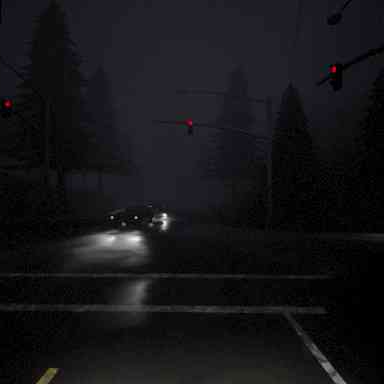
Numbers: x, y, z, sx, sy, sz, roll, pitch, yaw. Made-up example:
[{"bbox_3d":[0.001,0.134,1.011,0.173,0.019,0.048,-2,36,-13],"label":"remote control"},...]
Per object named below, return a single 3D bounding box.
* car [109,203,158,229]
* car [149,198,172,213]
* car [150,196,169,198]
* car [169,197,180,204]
[{"bbox_3d":[-3.797,1.597,21.751,1.895,1.301,4.718,0,0,5],"label":"car"},{"bbox_3d":[-3.652,1.600,37.063,1.895,1.301,4.718,0,0,0],"label":"car"},{"bbox_3d":[-6.404,1.525,58.604,1.812,1.442,4.674,0,0,-33],"label":"car"},{"bbox_3d":[-4.071,1.564,61.705,1.994,1.385,4.181,0,0,-39],"label":"car"}]
